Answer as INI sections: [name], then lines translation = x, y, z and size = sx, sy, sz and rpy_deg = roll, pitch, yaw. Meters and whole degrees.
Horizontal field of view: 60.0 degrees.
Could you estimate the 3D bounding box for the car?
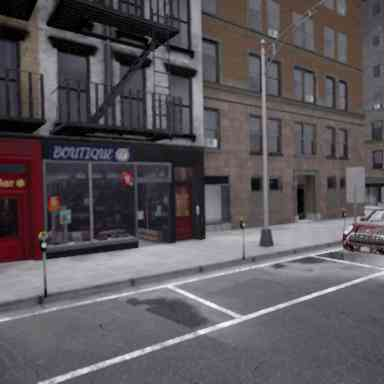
[car]
translation = 7.044, 1.241, 11.601
size = 4.097, 1.590, 1.967
rpy_deg = -1, 0, -36
